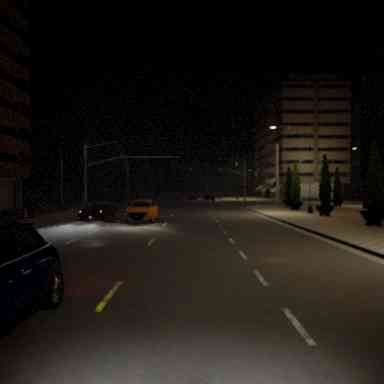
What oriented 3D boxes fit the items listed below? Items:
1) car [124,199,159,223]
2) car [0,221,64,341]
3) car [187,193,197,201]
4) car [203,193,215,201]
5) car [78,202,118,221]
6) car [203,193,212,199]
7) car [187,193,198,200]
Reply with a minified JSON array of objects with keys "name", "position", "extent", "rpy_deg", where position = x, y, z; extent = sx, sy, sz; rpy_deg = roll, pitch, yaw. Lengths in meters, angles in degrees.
[{"name":"car","position":[-3.542,1.306,23.972],"extent":[1.882,1.535,5.008],"rpy_deg":[0,0,1]},{"name":"car","position":[-3.589,1.318,4.690],"extent":[2.097,1.767,4.553],"rpy_deg":[0,0,0]},{"name":"car","position":[-0.010,1.127,66.458],"extent":[1.895,1.301,4.718],"rpy_deg":[0,0,0]},{"name":"car","position":[3.491,1.006,66.020],"extent":[1.882,1.535,5.008],"rpy_deg":[0,0,0]},{"name":"car","position":[-7.027,1.420,25.251],"extent":[1.895,1.301,4.718],"rpy_deg":[0,0,1]},{"name":"car","position":[3.556,0.924,76.394],"extent":[1.812,1.442,4.674],"rpy_deg":[0,0,5]},{"name":"car","position":[0.057,0.918,76.423],"extent":[2.128,1.511,4.902],"rpy_deg":[0,0,5]}]
